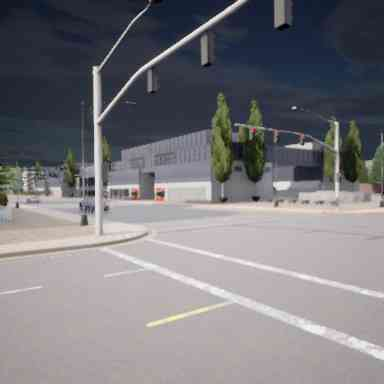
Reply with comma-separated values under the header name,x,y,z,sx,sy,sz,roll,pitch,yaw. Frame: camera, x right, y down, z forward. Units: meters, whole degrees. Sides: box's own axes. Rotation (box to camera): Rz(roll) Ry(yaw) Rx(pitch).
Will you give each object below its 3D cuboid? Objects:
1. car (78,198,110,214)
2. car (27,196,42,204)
name,x,y,z,sx,sy,sz,roll,pitch,yaw
car,-9.891,1.357,33.456,1.882,1.535,5.008,-1,2,-36
car,-27.485,1.376,57.985,1.812,1.442,4.674,-1,2,-36
